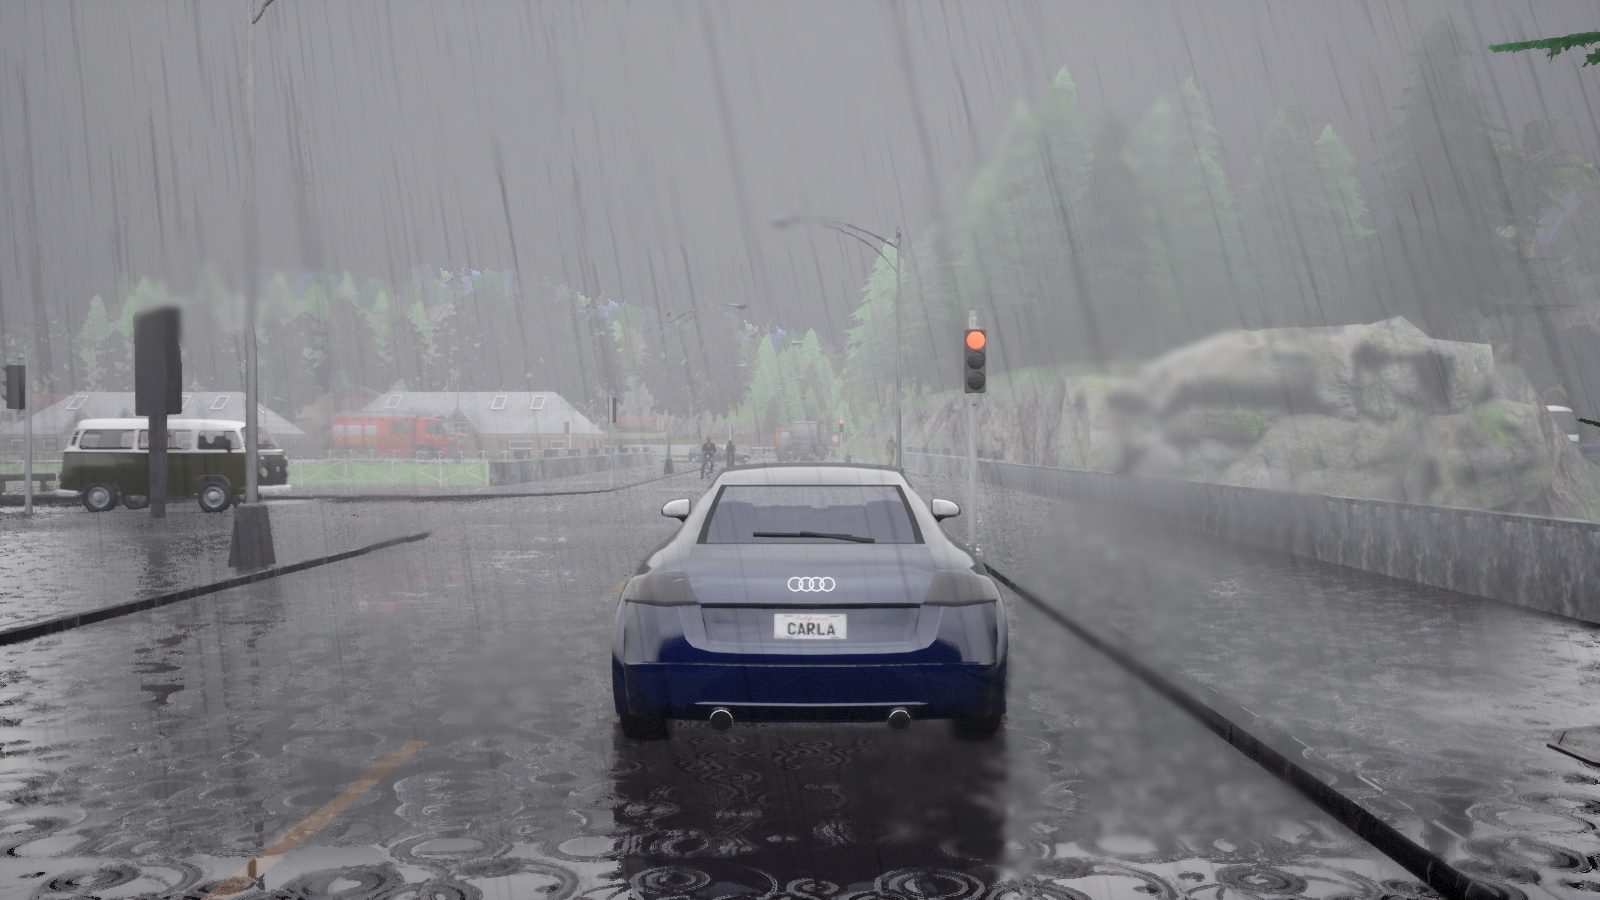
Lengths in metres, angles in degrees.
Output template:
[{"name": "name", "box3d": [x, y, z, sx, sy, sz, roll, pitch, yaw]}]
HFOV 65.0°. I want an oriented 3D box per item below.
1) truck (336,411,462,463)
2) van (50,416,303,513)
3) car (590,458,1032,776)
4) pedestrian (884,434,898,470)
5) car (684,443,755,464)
[{"name": "truck", "box3d": [-29.660, -0.968, 93.144, 8.468, 3.827, 2.891, 0, 0, 0]}, {"name": "van", "box3d": [-13.509, 0.304, 27.414, 4.480, 2.038, 2.069, 0, 0, 0]}, {"name": "car", "box3d": [0.066, 0.767, 7.763, 1.994, 1.385, 4.181, 0, 0, 1]}, {"name": "pedestrian", "box3d": [4.652, 0.096, 64.481, 0.540, 1.848, 0.694, 0, 0, -13]}, {"name": "car", "box3d": [-5.818, 0.228, 91.023, 4.792, 1.488, 2.163, 0, 0, 33]}]
